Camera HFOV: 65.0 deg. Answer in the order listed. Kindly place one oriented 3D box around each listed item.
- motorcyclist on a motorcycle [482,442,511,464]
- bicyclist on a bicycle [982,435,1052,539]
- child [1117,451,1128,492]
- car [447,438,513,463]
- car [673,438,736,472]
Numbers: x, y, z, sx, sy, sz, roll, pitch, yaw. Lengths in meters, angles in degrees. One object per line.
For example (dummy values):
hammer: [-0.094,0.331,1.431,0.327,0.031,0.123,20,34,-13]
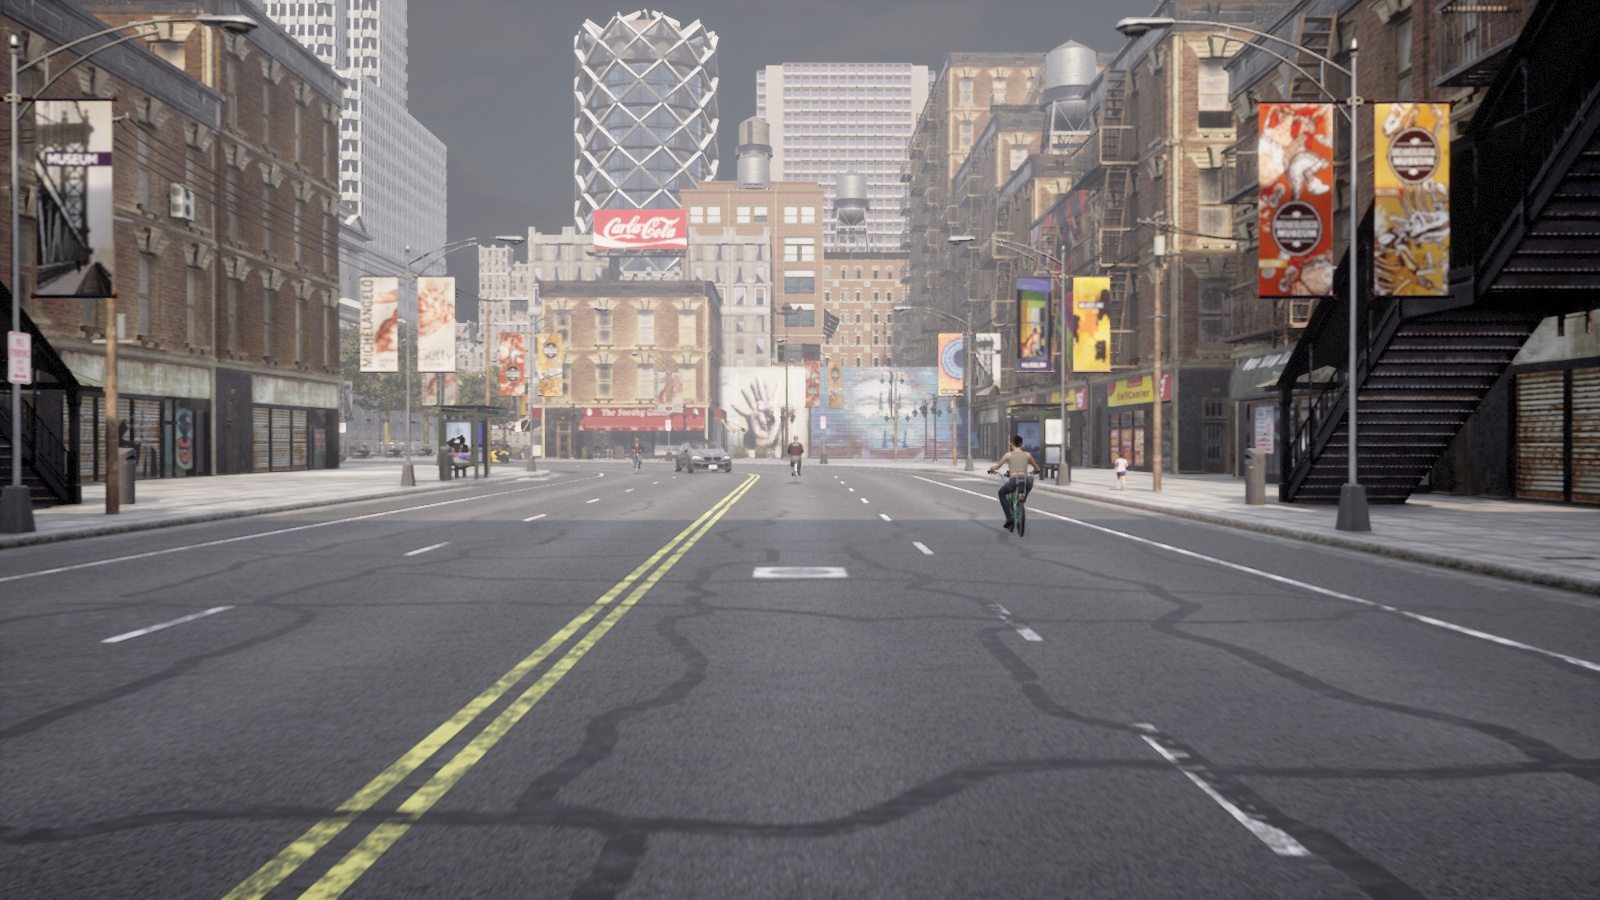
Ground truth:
motorcyclist on a motorcycle: [-21.501,0.210,88.904,2.044,1.523,0.797,0,1,30]
bicyclist on a bicycle: [3.472,0.572,20.226,0.866,1.612,1.509,0,0,0]
child: [8.924,0.594,34.788,0.255,1.110,0.394,0,0,7]
car: [-23.946,0.014,94.030,4.605,1.855,1.932,0,0,25]
car: [-4.866,0.231,63.174,2.242,1.667,4.611,0,0,-17]
